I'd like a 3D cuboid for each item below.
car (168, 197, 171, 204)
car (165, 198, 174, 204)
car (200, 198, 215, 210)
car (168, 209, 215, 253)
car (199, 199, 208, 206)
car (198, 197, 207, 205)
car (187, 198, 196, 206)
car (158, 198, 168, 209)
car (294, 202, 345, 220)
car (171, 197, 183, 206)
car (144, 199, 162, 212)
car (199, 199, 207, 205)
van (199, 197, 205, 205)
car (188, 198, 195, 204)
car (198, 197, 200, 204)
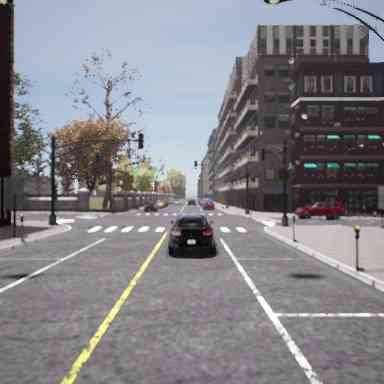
[{"bbox_3d":[-5.747,2.006,64.130,2.192,1.841,5.009,0,-1,0],"label":"car"},{"bbox_3d":[-5.767,2.399,86.647,1.967,1.590,4.097,0,-1,0],"label":"car"},{"bbox_3d":[2.644,2.107,52.875,1.887,1.381,4.507,0,-1,0],"label":"car"},{"bbox_3d":[-0.007,1.672,14.378,1.812,1.442,4.674,0,0,0],"label":"car"},{"bbox_3d":[2.622,2.374,75.394,2.008,1.369,4.403,0,-1,0],"label":"car"},{"bbox_3d":[2.613,2.274,86.656,2.192,1.841,5.009,0,-1,0],"label":"car"},{"bbox_3d":[-0.069,2.317,75.089,1.837,1.490,4.892,0,-1,0],"label":"car"},{"bbox_3d":[-5.741,2.149,58.328,1.752,1.417,4.829,0,-1,0],"label":"car"},{"bbox_3d":[13.434,1.962,34.933,5.009,1.841,2.192,1,-2,-1],"label":"car"},{"bbox_3d":[-3.068,2.390,73.457,1.895,1.301,4.718,0,-1,0],"label":"car"},{"bbox_3d":[-5.731,2.065,47.237,1.947,1.339,4.313,0,-1,0],"label":"car"},{"bbox_3d":[2.618,2.436,81.024,1.887,1.381,4.507,0,-1,0],"label":"car"},{"bbox_3d":[2.639,1.967,58.507,1.690,1.788,3.998,0,-1,0],"label":"van"},{"bbox_3d":[-0.078,2.357,86.376,1.812,1.442,4.674,0,-1,0],"label":"car"},{"bbox_3d":[2.629,2.197,69.766,1.967,1.590,4.097,0,-1,0],"label":"car"}]
